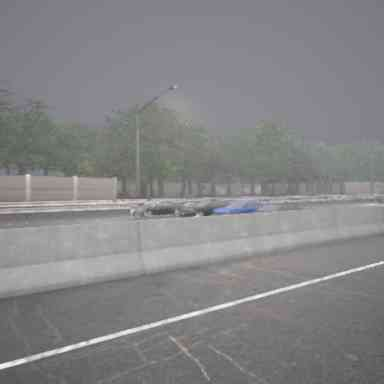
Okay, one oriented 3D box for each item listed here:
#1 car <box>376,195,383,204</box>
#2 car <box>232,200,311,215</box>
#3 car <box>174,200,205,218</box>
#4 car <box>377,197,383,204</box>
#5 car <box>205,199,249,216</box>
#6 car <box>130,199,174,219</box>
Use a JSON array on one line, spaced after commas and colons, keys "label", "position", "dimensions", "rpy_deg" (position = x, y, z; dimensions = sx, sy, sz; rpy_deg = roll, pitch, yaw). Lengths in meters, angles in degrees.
[{"label": "car", "position": [30.406, 1.117, 51.011], "dimensions": [4.718, 1.301, 1.895], "rpy_deg": [-1, 0, -34]}, {"label": "car", "position": [5.309, 1.406, 20.634], "dimensions": [5.357, 1.411, 2.033], "rpy_deg": [-1, 0, -35]}, {"label": "car", "position": [1.366, 1.334, 26.417], "dimensions": [5.008, 1.535, 1.882], "rpy_deg": [-1, 0, -35]}, {"label": "car", "position": [7.397, 1.123, 9.001], "dimensions": [5.566, 2.045, 2.150], "rpy_deg": [-1, 0, -35]}, {"label": "car", "position": [3.696, 1.331, 23.778], "dimensions": [5.008, 1.535, 1.882], "rpy_deg": [-1, 0, -35]}, {"label": "car", "position": [-2.786, 1.369, 27.766], "dimensions": [4.902, 1.511, 2.128], "rpy_deg": [-1, 0, -35]}]
